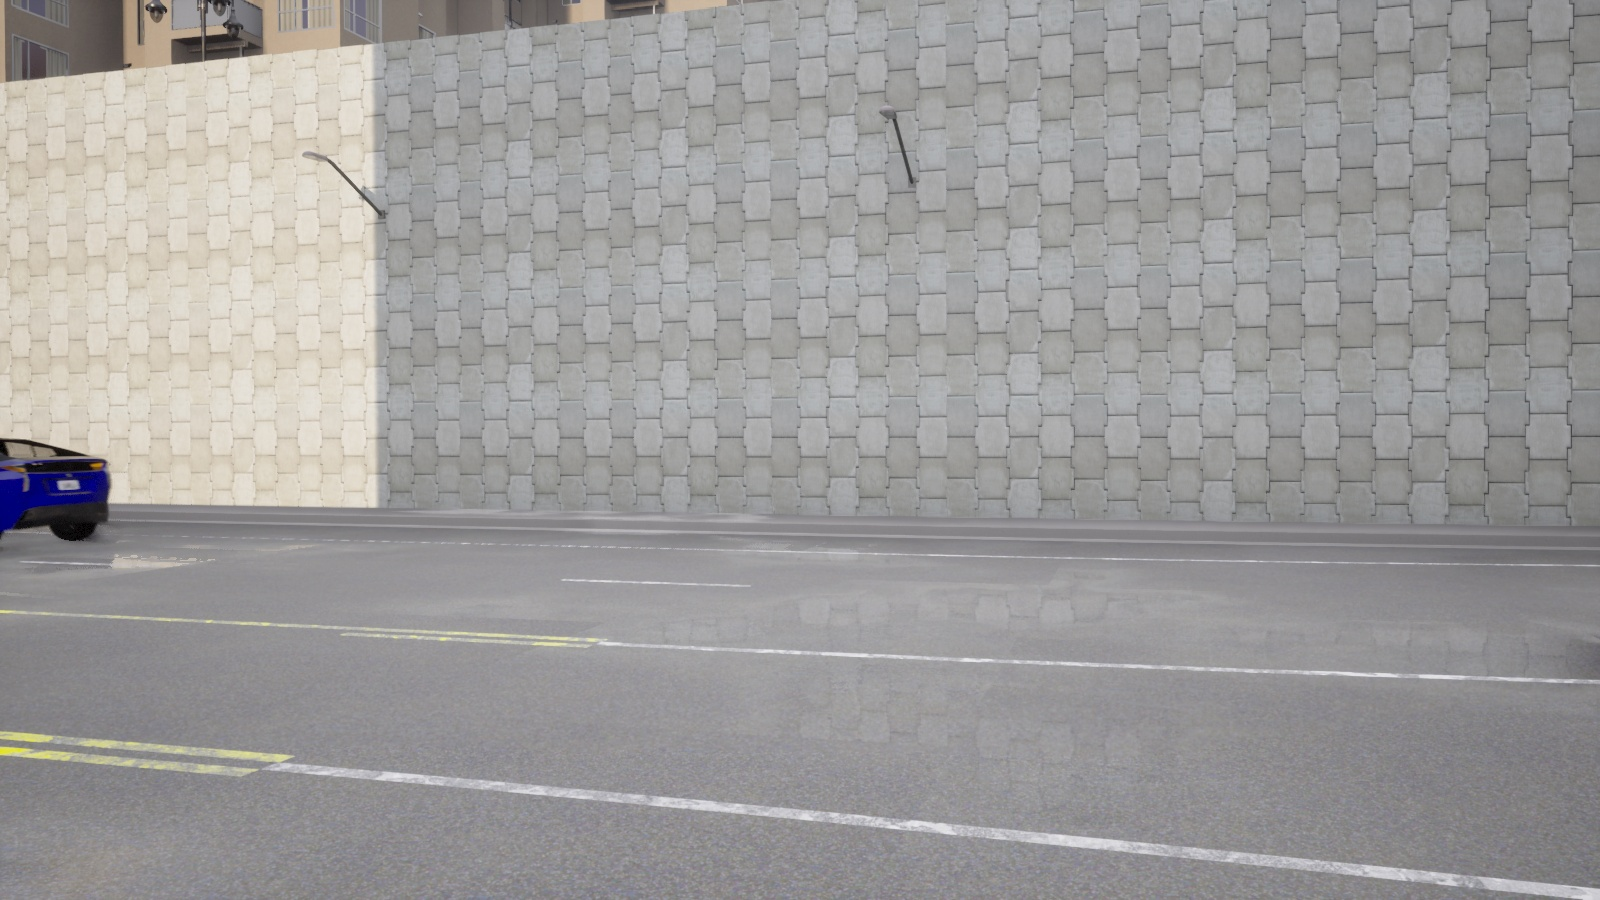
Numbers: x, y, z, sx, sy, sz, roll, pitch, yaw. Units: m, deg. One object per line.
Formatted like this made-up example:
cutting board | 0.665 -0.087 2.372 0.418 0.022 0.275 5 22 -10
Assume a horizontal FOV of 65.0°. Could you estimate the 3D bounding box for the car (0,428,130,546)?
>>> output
car | -12.156 0.443 17.861 4.514 1.525 2.007 0 1 17
